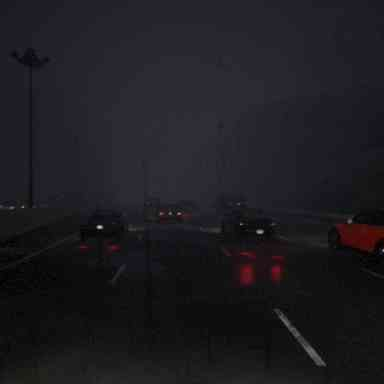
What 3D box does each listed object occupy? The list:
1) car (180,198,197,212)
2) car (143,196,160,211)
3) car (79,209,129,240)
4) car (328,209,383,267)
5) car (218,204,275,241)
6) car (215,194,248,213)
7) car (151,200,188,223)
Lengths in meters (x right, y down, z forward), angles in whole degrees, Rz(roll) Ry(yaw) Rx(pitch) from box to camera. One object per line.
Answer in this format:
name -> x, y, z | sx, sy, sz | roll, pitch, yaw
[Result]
car -> -0.719, 1.499, 38.858 | 2.128, 1.511, 4.902 | 0, 0, -12
car -> -5.005, 1.367, 41.875 | 2.097, 1.767, 4.553 | 0, 0, -13
car -> -4.406, 1.574, 17.170 | 1.994, 1.385, 4.181 | 0, 0, -5
car -> 6.581, 1.344, 11.459 | 2.097, 1.767, 4.553 | 0, 0, -4
car -> 2.693, 1.524, 16.486 | 1.812, 1.442, 4.674 | 0, 0, -5
car -> 3.899, 1.221, 33.622 | 2.150, 2.045, 5.566 | 0, 0, -10
car -> -1.856, 1.554, 25.454 | 2.033, 1.411, 5.357 | 0, 0, -8
